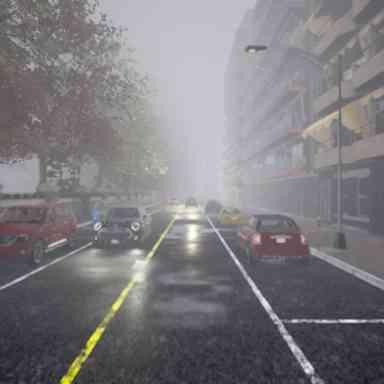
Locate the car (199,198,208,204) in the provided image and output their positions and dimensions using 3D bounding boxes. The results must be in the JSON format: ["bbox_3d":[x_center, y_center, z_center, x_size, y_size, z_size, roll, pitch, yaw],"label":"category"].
[{"bbox_3d":[2.564,1.940,73.865,1.887,1.381,4.507,0,0,0],"label":"car"}]

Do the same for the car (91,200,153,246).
[{"bbox_3d":[-3.126,1.425,15.691,2.097,1.767,4.553,0,0,0],"label":"car"}]

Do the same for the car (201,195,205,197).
[{"bbox_3d":[2.575,1.905,68.234,1.887,1.381,4.507,0,0,0],"label":"car"}]

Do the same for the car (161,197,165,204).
[{"bbox_3d":[-5.816,1.835,73.851,1.967,1.590,4.097,0,0,0],"label":"car"}]

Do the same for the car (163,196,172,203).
[{"bbox_3d":[-5.826,1.870,79.479,1.967,1.590,4.097,0,0,0],"label":"car"}]

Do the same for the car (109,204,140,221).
[{"bbox_3d":[-5.739,1.721,28.807,1.802,1.307,4.206,0,0,0],"label":"car"}]

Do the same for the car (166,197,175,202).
[{"bbox_3d":[-5.844,2.052,90.740,2.008,1.369,4.403,0,0,0],"label":"car"}]

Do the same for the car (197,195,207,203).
[{"bbox_3d":[2.544,1.781,85.125,2.192,1.841,5.009,0,0,0],"label":"car"}]

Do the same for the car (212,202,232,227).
[{"bbox_3d":[2.651,1.637,23.362,1.752,1.417,4.829,0,0,0],"label":"car"}]

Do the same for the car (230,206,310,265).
[{"bbox_3d":[2.670,1.495,11.932,1.967,1.590,4.097,0,0,0],"label":"car"}]

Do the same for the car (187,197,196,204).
[{"bbox_3d":[-0.120,1.784,71.619,1.837,1.490,4.892,0,0,0],"label":"car"}]

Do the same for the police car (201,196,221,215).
[{"bbox_3d":[2.304,1.607,36.954,1.930,1.638,5.238,0,0,0],"label":"police car"}]

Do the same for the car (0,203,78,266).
[{"bbox_3d":[-5.710,1.369,11.918,2.192,1.841,5.009,0,0,0],"label":"car"}]

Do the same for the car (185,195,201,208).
[{"bbox_3d":[-0.094,1.636,55.352,2.097,1.767,4.553,0,0,0],"label":"car"}]

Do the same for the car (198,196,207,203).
[{"bbox_3d":[2.555,1.871,79.494,1.967,1.590,4.097,0,0,0],"label":"car"}]

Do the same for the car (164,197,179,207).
[{"bbox_3d":[-3.157,1.770,56.857,1.882,1.535,5.008,0,0,0],"label":"car"}]
